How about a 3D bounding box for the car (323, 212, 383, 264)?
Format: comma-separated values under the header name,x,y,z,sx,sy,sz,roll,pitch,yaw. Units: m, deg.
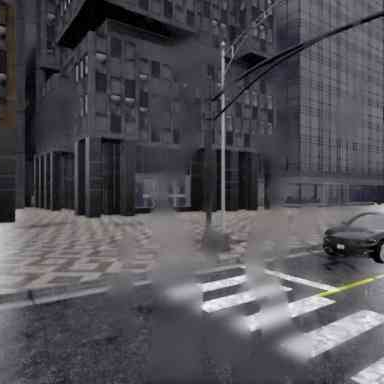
name,x,y,z,sx,sy,sz,roll,pitch,yaw
car,6.754,1.466,12.029,5.008,1.535,1.882,0,0,-36
